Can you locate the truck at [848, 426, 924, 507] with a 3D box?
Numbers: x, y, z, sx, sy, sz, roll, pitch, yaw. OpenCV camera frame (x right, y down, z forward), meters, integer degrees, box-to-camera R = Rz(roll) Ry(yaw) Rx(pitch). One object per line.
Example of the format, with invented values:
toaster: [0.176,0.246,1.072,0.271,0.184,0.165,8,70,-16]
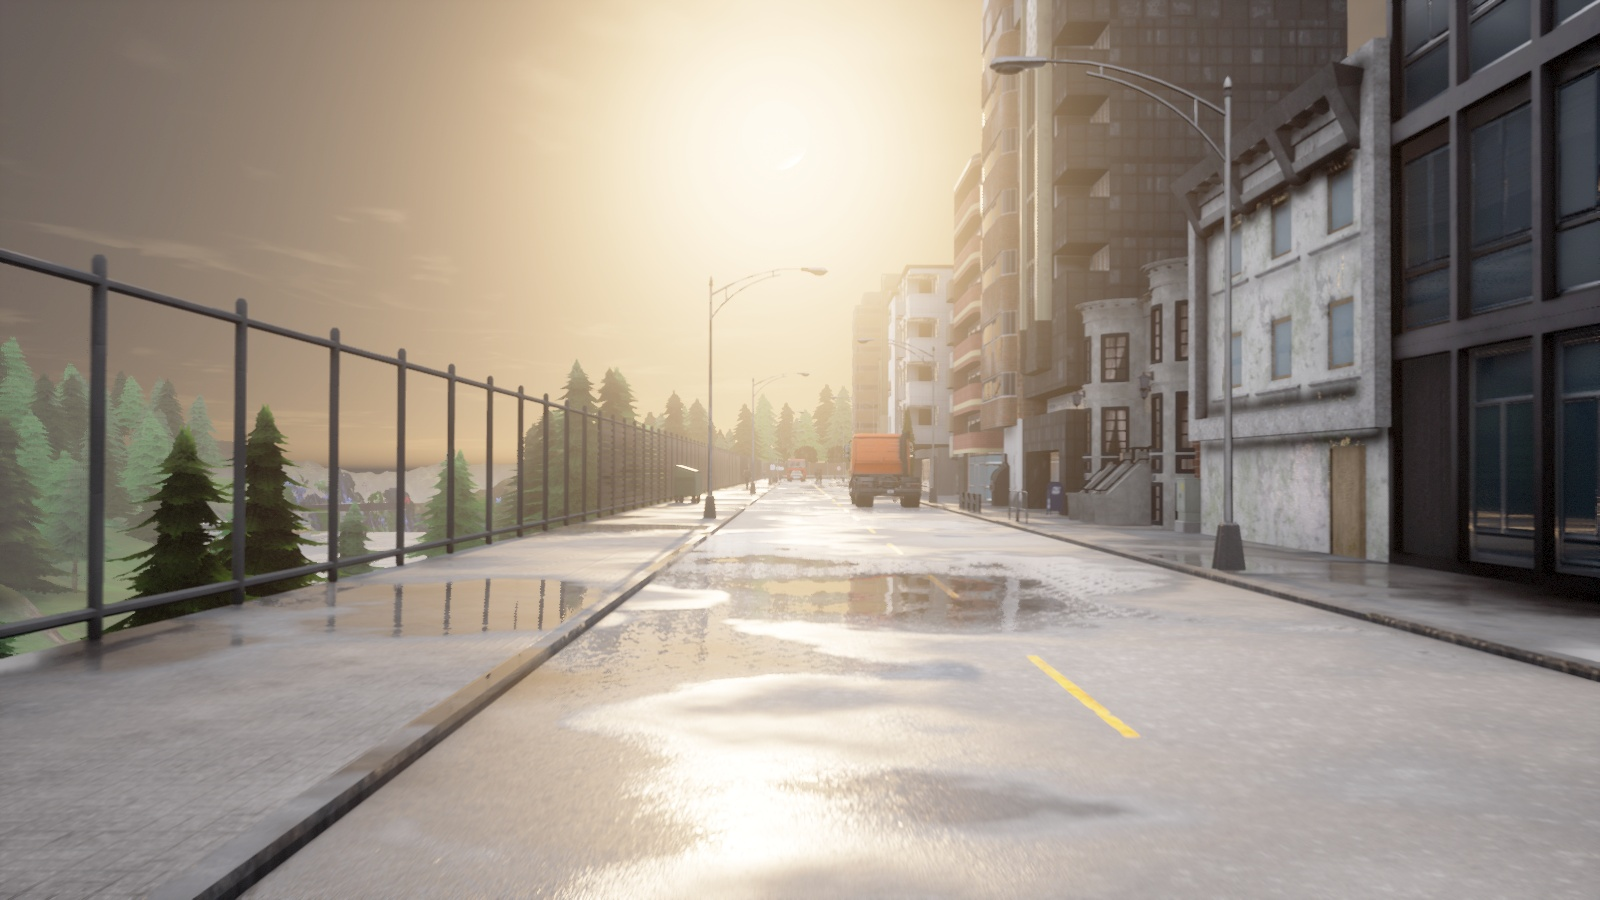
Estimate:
truck: [3.835,0.780,57.540,2.891,3.462,7.936,0,-1,0]
